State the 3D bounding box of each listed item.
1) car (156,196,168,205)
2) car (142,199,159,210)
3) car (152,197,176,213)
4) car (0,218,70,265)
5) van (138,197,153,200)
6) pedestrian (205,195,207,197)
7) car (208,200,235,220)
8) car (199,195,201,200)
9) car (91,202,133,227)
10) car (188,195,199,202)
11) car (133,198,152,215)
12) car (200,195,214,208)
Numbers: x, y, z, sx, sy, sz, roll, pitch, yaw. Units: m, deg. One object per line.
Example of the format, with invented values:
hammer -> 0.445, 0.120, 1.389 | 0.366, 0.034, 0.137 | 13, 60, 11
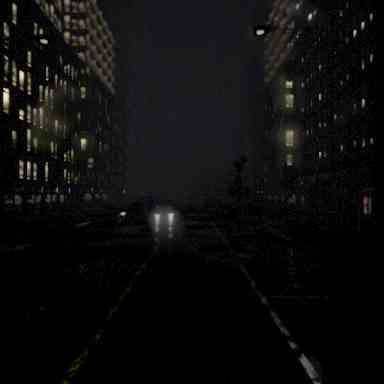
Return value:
car -> -5.676, 1.588, 63.019 | 1.967, 1.590, 4.097 | 0, 0, 0
car -> -5.679, 1.695, 45.943 | 1.802, 1.307, 4.206 | 0, 0, 0
car -> -3.089, 1.602, 38.178 | 1.837, 1.490, 4.892 | 0, -1, 0
car -> -5.685, 1.614, 11.788 | 1.802, 1.307, 4.206 | 0, 0, 0
van -> -5.679, 1.441, 40.251 | 1.690, 1.788, 3.998 | 0, 0, 0
pedestrian -> 3.012, 1.461, 72.796 | 0.375, 1.860, 0.375 | 0, 0, -2
car -> 2.699, 1.640, 28.852 | 1.947, 1.339, 4.313 | 0, 0, 0
car -> 3.012, 1.688, 69.954 | 1.812, 1.442, 4.674 | 0, 0, 0
car -> -5.683, 1.611, 23.174 | 2.008, 1.369, 4.403 | 0, 0, 0
car -> 0.014, 1.450, 82.222 | 2.097, 1.767, 4.553 | 0, 0, 0
car -> -5.681, 1.632, 34.558 | 1.887, 1.381, 4.507 | 0, 0, 0
car -> 2.703, 1.565, 51.619 | 1.967, 1.590, 4.097 | 0, 0, 0
